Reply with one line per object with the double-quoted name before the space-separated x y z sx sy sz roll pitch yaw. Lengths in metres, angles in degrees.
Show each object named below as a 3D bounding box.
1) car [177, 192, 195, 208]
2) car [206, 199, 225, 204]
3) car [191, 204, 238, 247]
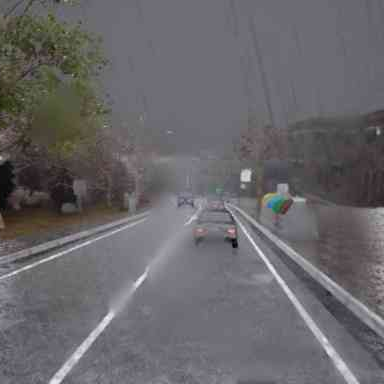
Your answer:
"car" -0.790 1.015 45.136 2.150 2.045 5.566 0 0 1
"car" 2.378 1.419 33.616 2.033 1.411 5.357 1 0 4
"car" 1.048 1.495 14.907 2.033 1.411 5.357 1 0 4
